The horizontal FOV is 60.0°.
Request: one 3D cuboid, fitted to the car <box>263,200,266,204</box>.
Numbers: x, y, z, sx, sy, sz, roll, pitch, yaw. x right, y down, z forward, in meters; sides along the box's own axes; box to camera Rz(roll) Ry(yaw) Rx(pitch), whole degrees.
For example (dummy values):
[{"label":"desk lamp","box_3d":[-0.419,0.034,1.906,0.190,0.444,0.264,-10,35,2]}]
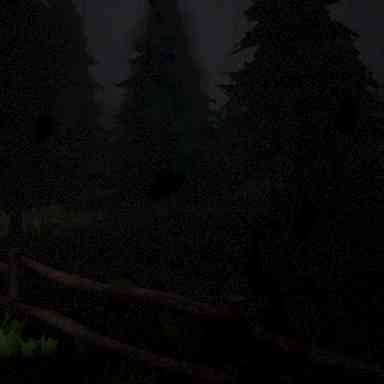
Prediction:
[{"label":"car","box_3d":[11.167,1.234,39.260,5.566,2.045,2.150,0,0,-3]}]
